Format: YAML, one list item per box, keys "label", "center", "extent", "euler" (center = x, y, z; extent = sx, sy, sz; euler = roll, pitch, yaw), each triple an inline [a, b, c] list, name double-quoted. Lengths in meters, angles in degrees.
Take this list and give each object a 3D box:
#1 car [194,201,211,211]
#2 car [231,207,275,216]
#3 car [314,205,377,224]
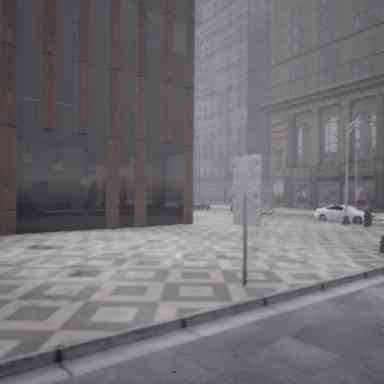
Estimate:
- label: "car"
  center: [0.384, 1.763, 42.797]
  extent: [1.895, 1.301, 4.718]
  euler: [1, 0, -35]
- label: "car"
  center: [6.282, 1.787, 34.518]
  extent: [1.895, 1.301, 4.718]
  euler: [1, 0, -36]
- label: "car"
  center: [12.052, 1.739, 26.410]
  extent: [1.812, 1.442, 4.674]
  euler: [1, 0, -37]
